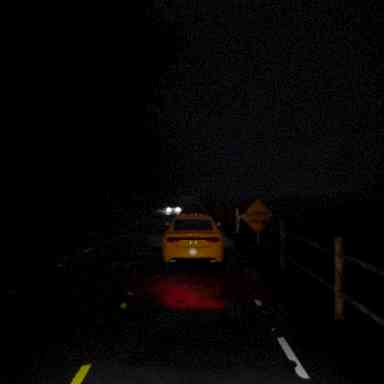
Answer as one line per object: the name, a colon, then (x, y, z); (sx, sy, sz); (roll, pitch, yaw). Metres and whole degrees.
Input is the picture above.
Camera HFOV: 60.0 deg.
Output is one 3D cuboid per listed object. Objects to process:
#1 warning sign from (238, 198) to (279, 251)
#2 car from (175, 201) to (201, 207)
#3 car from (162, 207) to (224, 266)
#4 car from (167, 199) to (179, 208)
warning sign: (2.439, 1.174, 12.345); (1.300, 1.860, 1.060); (-1, -1, 0)
car: (0.037, 1.652, 25.990); (2.033, 1.411, 5.357); (0, 0, 1)
car: (0.046, 1.533, 11.857); (1.882, 1.535, 5.008); (0, 0, 0)
car: (-2.835, 1.738, 51.634); (1.895, 1.301, 4.718); (0, 0, 0)
